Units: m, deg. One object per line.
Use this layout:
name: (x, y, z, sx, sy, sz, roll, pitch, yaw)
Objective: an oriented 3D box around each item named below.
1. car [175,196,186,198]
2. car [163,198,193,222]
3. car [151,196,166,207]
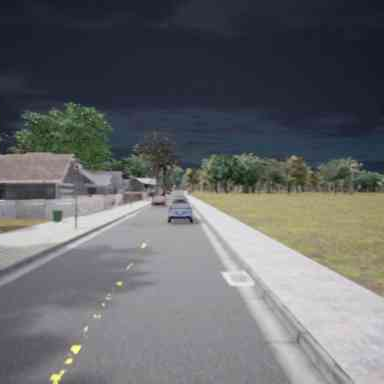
car: (-1.532, 1.278, 44.180, 1.837, 1.490, 4.892, 0, 1, -2)
car: (-0.867, 1.423, 24.838, 2.033, 1.411, 5.357, 0, 0, -2)
car: (-4.518, 1.260, 45.774, 1.882, 1.535, 5.008, 0, 0, -2)
